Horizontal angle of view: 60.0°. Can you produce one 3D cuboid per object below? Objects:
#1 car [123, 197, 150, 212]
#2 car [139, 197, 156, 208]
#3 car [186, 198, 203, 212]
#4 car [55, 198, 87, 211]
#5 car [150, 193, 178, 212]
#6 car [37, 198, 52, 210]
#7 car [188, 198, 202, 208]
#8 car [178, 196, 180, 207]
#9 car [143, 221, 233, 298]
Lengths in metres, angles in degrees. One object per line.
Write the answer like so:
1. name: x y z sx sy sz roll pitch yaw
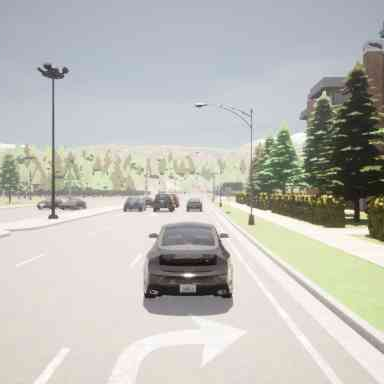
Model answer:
1. car: -6.705 1.356 39.536 2.097 1.767 4.553 0 0 1
2. car: -6.555 1.510 49.462 1.837 1.490 4.892 0 0 1
3. car: 0.297 1.496 39.604 2.128 1.511 4.902 0 0 1
4. car: -14.697 1.552 41.405 2.033 1.411 5.357 0 0 1
5. car: -3.216 1.226 38.796 2.150 2.045 5.566 0 0 1
6. car: -18.164 1.497 42.811 2.128 1.511 4.902 0 0 1
7. car: 0.449 1.569 49.670 1.994 1.385 4.181 0 0 1
8. car: -3.055 1.227 49.439 2.150 2.045 5.566 0 0 1
9. car: -0.085 1.505 8.471 1.837 1.490 4.892 0 0 0
